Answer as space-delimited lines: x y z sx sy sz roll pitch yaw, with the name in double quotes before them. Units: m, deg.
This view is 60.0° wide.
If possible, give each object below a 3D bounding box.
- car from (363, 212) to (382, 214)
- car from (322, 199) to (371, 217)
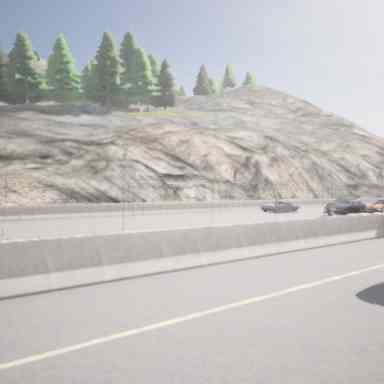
"car" 17.085 1.361 29.062 4.553 1.767 2.097 0 0 -35
"car" 14.796 1.501 31.728 4.902 1.511 2.128 0 0 -35
